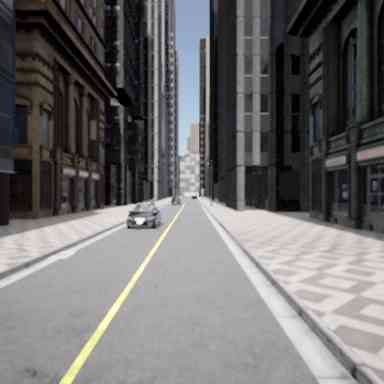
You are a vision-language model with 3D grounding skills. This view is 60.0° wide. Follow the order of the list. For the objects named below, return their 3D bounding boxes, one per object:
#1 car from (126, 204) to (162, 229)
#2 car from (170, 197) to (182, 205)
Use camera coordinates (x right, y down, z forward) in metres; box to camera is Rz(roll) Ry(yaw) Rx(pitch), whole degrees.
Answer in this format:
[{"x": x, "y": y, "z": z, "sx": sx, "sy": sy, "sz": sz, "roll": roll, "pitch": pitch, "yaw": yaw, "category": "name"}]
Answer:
[{"x": -3.093, "y": 1.554, "z": 22.129, "sx": 2.128, "sy": 1.511, "sz": 4.902, "roll": 0, "pitch": 0, "yaw": 0, "category": "car"}, {"x": -3.003, "y": 1.694, "z": 62.959, "sx": 1.837, "sy": 1.490, "sz": 4.892, "roll": 0, "pitch": 0, "yaw": 0, "category": "car"}]
